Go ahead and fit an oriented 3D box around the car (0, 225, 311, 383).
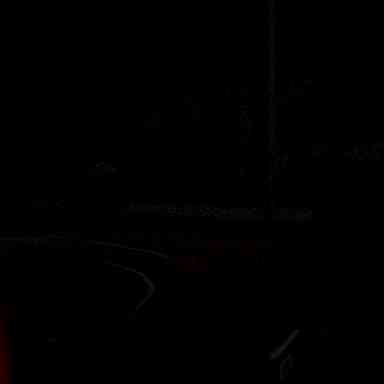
[{"bbox_3d":[-1.273,1.314,3.757,5.009,1.841,2.192,0,0,35],"label":"car"}]
